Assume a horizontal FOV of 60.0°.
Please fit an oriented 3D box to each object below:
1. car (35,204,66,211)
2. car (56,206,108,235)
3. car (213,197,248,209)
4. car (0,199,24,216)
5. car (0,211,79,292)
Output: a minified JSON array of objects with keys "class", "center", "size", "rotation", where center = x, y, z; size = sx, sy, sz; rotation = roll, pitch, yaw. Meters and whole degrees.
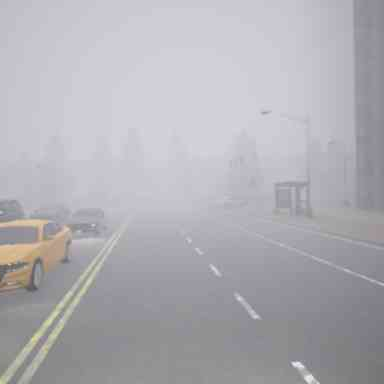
[{"class":"car","center":[-10.225,1.624,24.423],"size":[1.882,1.535,5.008],"rotation":[-1,0,-7]},{"class":"car","center":[-6.069,1.624,19.456],"size":[2.033,1.411,5.357],"rotation":[-1,0,-8]},{"class":"car","center":[4.802,1.307,41.381],"size":[4.674,1.442,1.812],"rotation":[-2,0,-29]},{"class":"car","center":[-8.891,1.363,14.041],"size":[2.150,2.045,5.566],"rotation":[-1,0,-8]},{"class":"car","center":[-4.723,1.549,9.262],"size":[1.882,1.535,5.008],"rotation":[-1,0,-8]}]
